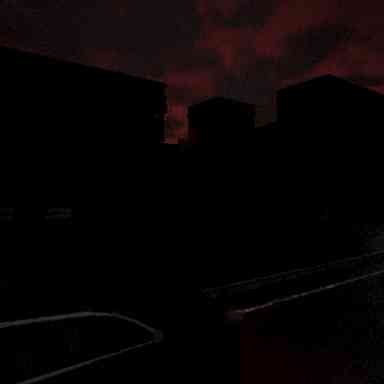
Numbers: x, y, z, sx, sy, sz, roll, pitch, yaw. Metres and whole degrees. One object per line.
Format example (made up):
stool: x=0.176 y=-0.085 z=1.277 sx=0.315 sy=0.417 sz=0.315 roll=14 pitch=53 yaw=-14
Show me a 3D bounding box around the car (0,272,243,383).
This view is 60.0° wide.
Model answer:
car: x=-1.831 y=1.491 z=2.380 sx=4.902 sy=1.511 sz=2.128 roll=0 pitch=0 yaw=-35
